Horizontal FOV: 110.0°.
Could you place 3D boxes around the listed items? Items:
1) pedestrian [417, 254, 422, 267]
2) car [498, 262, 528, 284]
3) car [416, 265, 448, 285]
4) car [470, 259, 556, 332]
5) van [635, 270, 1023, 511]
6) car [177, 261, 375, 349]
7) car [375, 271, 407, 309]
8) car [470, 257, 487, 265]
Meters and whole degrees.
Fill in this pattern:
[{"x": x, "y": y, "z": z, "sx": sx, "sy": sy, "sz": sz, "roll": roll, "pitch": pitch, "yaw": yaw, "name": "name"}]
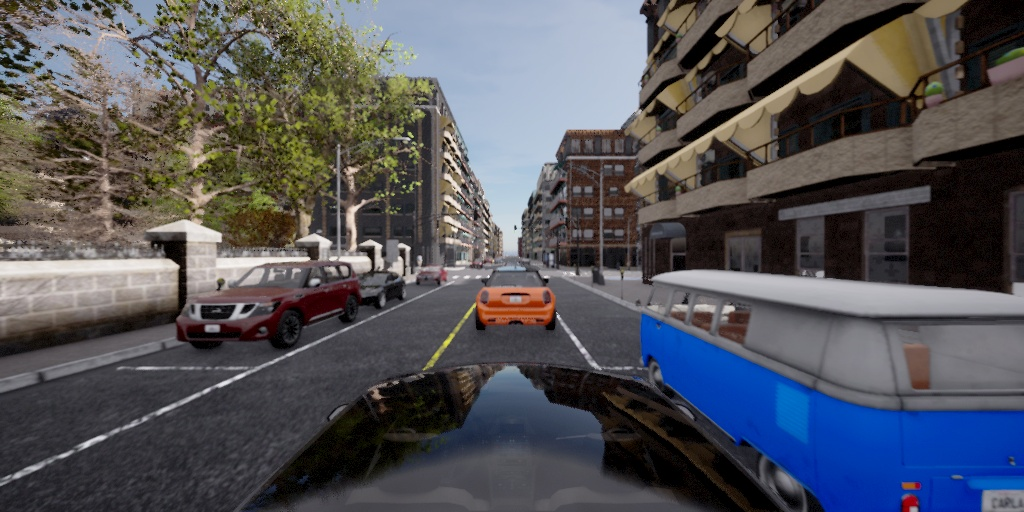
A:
[{"x": -12.717, "y": 0.623, "z": 49.337, "sx": 0.375, "sy": 1.860, "sz": 0.375, "roll": 0, "pitch": -1, "yaw": -1, "name": "pedestrian"}, {"x": 0.130, "y": 1.224, "z": 27.818, "sx": 2.128, "sy": 1.511, "sz": 4.902, "roll": 0, "pitch": 0, "yaw": 1, "name": "car"}, {"x": -5.691, "y": 1.315, "z": 25.935, "sx": 1.802, "sy": 1.307, "sz": 4.207, "roll": 0, "pitch": 0, "yaw": 0, "name": "car"}, {"x": 0.100, "y": 1.094, "z": 11.038, "sx": 2.097, "sy": 1.767, "sz": 4.553, "roll": 0, "pitch": 0, "yaw": 0, "name": "car"}, {"x": 2.691, "y": 1.089, "z": 3.796, "sx": 1.690, "sy": 1.789, "sz": 3.998, "roll": 0, "pitch": 0, "yaw": 0, "name": "van"}, {"x": -5.690, "y": 1.059, "z": 9.330, "sx": 2.192, "sy": 1.841, "sz": 5.009, "roll": 0, "pitch": 0, "yaw": 0, "name": "car"}, {"x": -5.690, "y": 1.306, "z": 14.865, "sx": 1.948, "sy": 1.339, "sz": 4.313, "roll": 0, "pitch": 0, "yaw": 0, "name": "car"}, {"x": -5.694, "y": 1.154, "z": 58.346, "sx": 1.967, "sy": 1.591, "sz": 4.097, "roll": 0, "pitch": 0, "yaw": 0, "name": "car"}]
